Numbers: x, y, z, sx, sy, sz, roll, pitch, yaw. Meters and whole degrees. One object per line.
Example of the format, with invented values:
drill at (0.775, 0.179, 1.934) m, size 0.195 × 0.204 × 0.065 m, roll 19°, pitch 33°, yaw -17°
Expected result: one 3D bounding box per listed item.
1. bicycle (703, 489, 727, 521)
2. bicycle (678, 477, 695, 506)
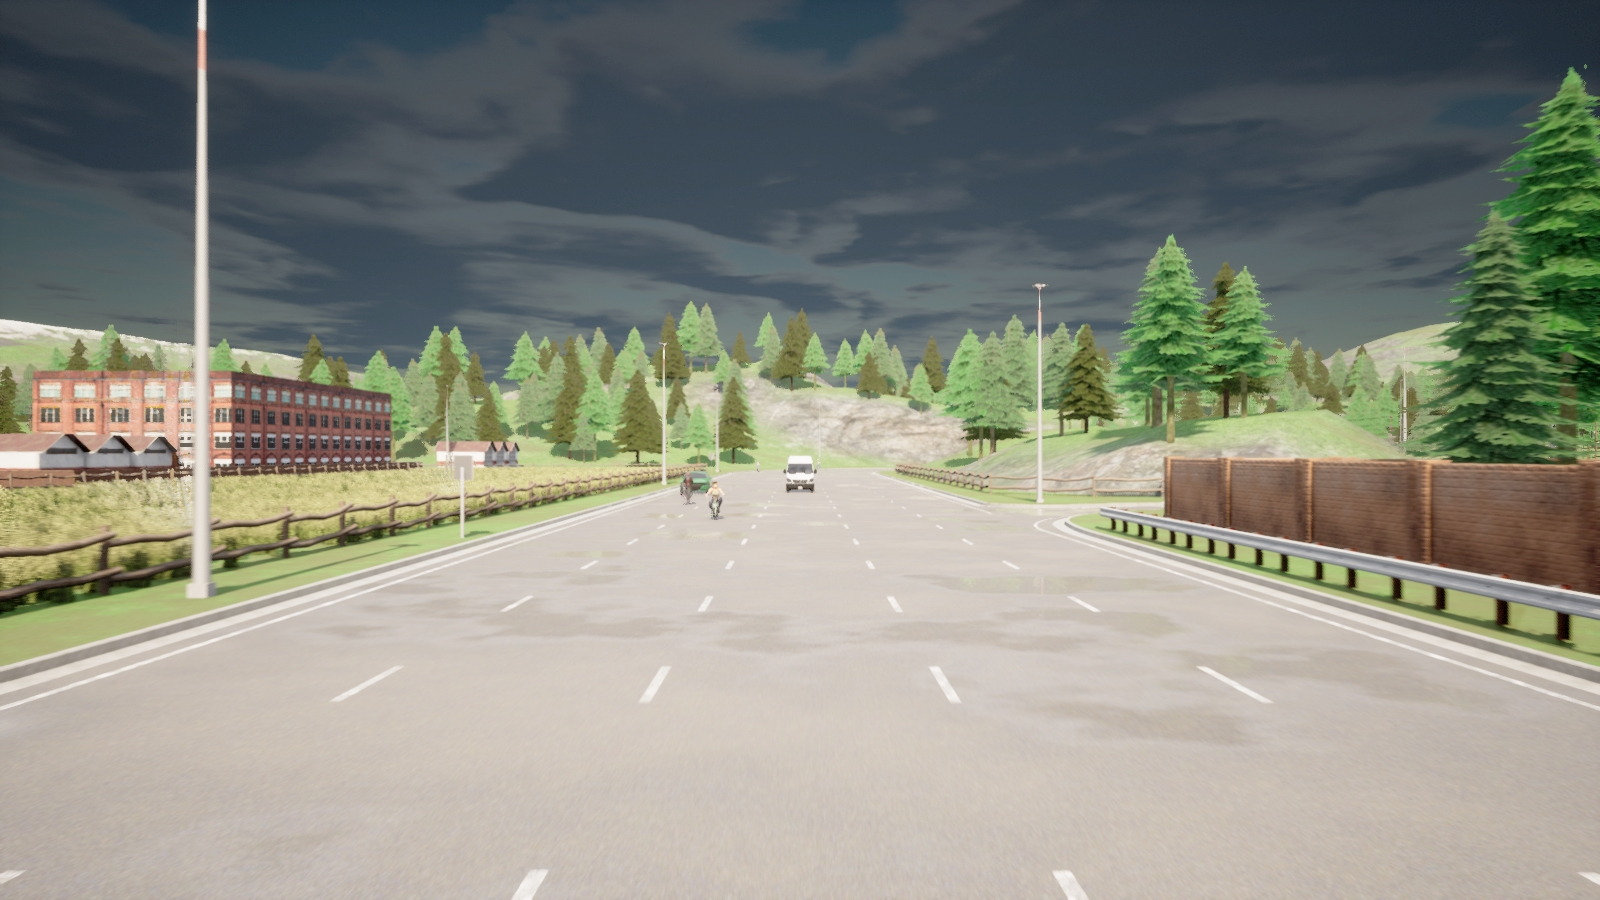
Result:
bicycle at (-3.489, 2.258, 47.058) m, size 0.859 × 1.276 × 1.487 m, roll 0°, pitch 0°, yaw 0°
bicycle at (-6.018, 2.188, 60.548) m, size 0.329 × 1.471 × 1.835 m, roll 0°, pitch 0°, yaw 12°
